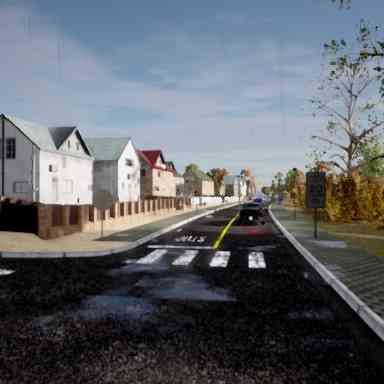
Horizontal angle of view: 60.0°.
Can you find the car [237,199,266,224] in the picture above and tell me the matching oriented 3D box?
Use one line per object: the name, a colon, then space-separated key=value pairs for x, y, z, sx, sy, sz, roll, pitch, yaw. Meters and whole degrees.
car: x=4.488 y=1.530 z=25.088 sx=1.837 sy=1.490 sz=4.892 roll=0 pitch=0 yaw=11
